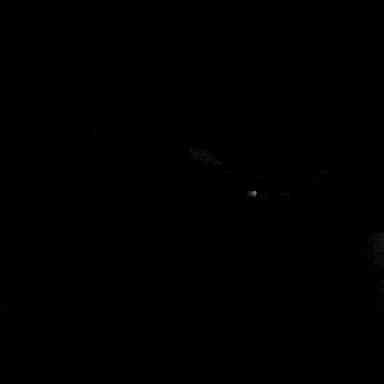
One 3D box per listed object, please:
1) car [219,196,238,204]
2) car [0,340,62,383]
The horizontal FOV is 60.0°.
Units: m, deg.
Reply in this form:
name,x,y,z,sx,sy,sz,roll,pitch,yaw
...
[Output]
name,x,y,z,sx,sy,sz,roll,pitch,yaw
car,4.156,1.562,43.146,2.150,2.045,5.566,2,-2,-37
car,-3.027,1.551,0.909,5.357,1.411,2.033,0,0,-36
